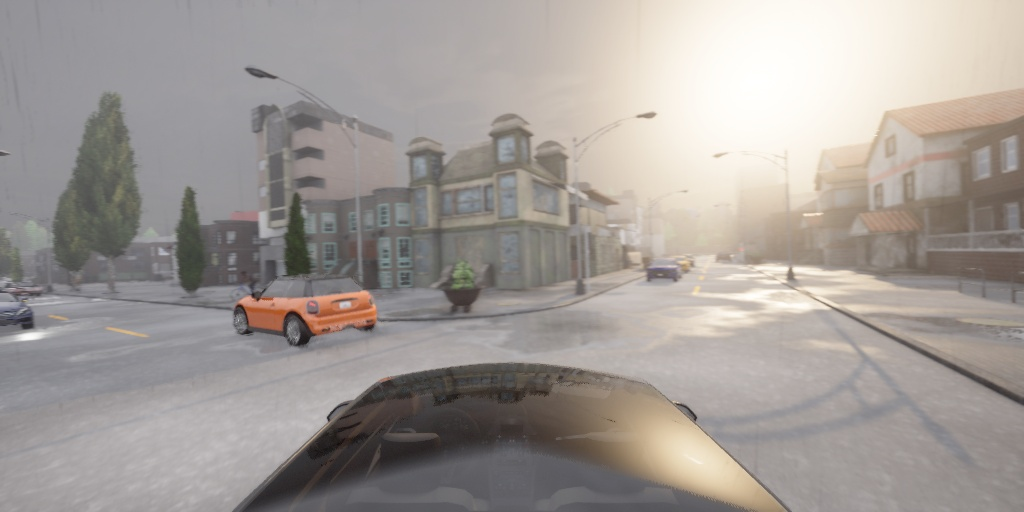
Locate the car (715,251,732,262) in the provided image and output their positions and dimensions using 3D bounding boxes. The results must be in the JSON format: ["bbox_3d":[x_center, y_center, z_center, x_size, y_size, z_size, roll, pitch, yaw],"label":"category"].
[{"bbox_3d":[32.739,-0.010,55.598,2.097,1.767,4.553,-2,0,29],"label":"car"}]

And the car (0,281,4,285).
[{"bbox_3d":[-27.711,1.988,17.763,5.566,2.045,2.150,-2,0,29],"label":"car"}]

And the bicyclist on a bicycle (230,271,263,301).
[{"bbox_3d":[-14.899,1.657,20.172,0.582,1.620,1.656,-2,0,29],"label":"bicyclist on a bicycle"}]

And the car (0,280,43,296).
[{"bbox_3d":[-42.342,2.910,30.852,4.718,1.301,1.895,-2,0,29],"label":"car"}]

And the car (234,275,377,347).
[{"bbox_3d":[-6.001,1.328,10.272,4.553,1.767,2.097,-2,0,33],"label":"car"}]

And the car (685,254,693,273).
[{"bbox_3d":[15.287,0.714,33.132,1.882,1.535,5.008,-2,0,30],"label":"car"}]

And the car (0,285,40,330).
[{"bbox_3d":[-19.194,1.980,12.959,4.674,1.442,1.812,-2,0,29],"label":"car"}]

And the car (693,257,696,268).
[{"bbox_3d":[20.481,0.565,42.185,1.837,1.490,4.892,-2,0,29],"label":"car"}]

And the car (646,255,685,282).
[{"bbox_3d":[10.534,0.875,24.735,1.882,1.535,5.008,-2,0,30],"label":"car"}]

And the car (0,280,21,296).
[{"bbox_3d":[-51.007,3.152,35.743,4.674,1.442,1.812,-2,0,29],"label":"car"}]
